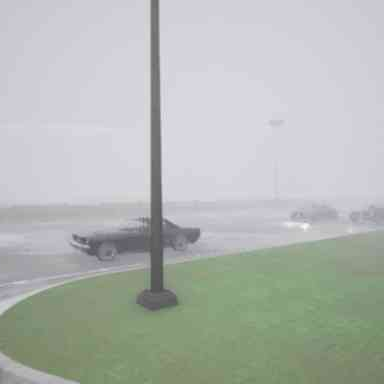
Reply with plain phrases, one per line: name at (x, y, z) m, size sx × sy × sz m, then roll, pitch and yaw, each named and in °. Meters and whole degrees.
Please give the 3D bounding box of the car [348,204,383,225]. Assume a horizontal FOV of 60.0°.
car at (13.235, 1.537, 23.975) m, size 4.718 × 1.301 × 1.895 m, roll 0°, pitch 0°, yaw -37°

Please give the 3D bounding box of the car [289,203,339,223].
car at (9.356, 1.537, 25.443) m, size 4.181 × 1.385 × 1.994 m, roll 0°, pitch 0°, yaw -37°

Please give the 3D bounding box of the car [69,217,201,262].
car at (-2.054, 1.644, 12.528) m, size 4.718 × 1.301 × 1.895 m, roll 0°, pitch 0°, yaw -36°
